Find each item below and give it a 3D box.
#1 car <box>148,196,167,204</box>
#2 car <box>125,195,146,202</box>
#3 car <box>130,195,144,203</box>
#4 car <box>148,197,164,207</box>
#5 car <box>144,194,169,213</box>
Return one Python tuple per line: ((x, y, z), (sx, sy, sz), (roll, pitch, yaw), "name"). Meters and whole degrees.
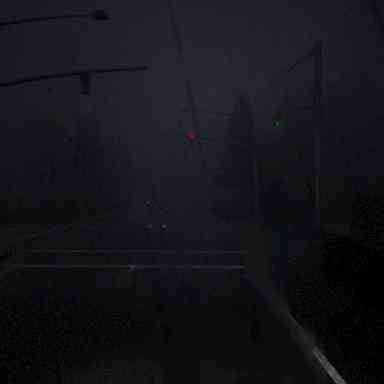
((-6.724, 1.529, 64.768), (2.033, 1.411, 5.357), (0, 0, -26), "car")
((-12.428, 1.412, 73.166), (5.008, 1.535, 1.882), (0, 0, 42), "car")
((-11.577, 1.399, 66.501), (1.837, 1.490, 4.892), (0, 0, -32), "car")
((-5.606, 1.512, 51.218), (1.812, 1.442, 4.674), (0, 1, -15), "car")
((-3.753, 1.211, 37.171), (2.150, 2.045, 5.566), (0, 0, -2), "car")
